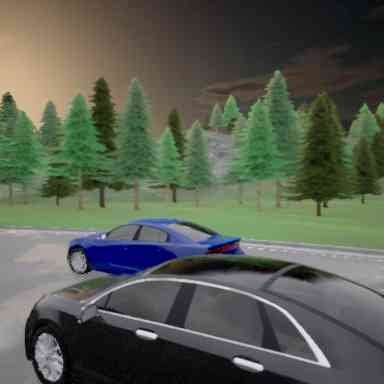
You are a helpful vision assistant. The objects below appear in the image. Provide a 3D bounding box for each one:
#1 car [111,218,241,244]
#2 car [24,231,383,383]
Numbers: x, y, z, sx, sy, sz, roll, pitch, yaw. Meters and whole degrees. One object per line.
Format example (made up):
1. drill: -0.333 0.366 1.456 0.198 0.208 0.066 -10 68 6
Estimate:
1. car: -1.128 1.421 8.633 5.008 1.535 1.882 0 0 32
2. car: 0.115 1.477 3.658 4.892 1.490 1.837 0 0 34
